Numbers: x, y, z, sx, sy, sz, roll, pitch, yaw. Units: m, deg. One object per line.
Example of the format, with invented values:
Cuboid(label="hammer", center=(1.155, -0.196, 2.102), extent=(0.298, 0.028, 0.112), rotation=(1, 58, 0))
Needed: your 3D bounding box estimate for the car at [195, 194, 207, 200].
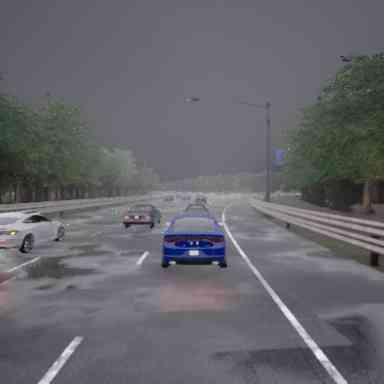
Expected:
Cuboid(label="car", center=(1.638, 1.225, 61.175), extent=(2.097, 1.767, 4.553), rotation=(0, 0, 2))

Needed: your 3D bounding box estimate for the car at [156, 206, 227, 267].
Cuboid(label="car", center=(0.086, 1.475, 11.381), extent=(1.882, 1.535, 5.008), rotation=(0, 0, 1))

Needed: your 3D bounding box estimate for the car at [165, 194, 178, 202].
Cuboid(label="car", center=(-4.899, 1.362, 73.549), extent=(2.128, 1.511, 4.902), rotation=(0, 0, 2))

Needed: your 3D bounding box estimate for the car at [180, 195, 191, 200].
Cuboid(label="car", center=(-1.167, 1.366, 83.181), extent=(2.128, 1.511, 4.902), rotation=(0, 0, 1))

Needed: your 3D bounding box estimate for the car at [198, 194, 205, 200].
Cuboid(label="car", center=(2.370, 1.322, 85.110), extent=(1.882, 1.535, 5.008), rotation=(0, 0, 1))

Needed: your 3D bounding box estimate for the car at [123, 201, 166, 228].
Cuboid(label="car", center=(-3.150, 1.531, 21.890), extent=(2.033, 1.411, 5.357), rotation=(0, 0, 1))

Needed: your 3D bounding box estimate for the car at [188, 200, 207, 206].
Cuboid(label="car", center=(0.321, 1.550, 23.943), extent=(1.994, 1.385, 4.181), rotation=(0, 0, 1))

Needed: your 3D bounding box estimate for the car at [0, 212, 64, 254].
Cuboid(label="car", center=(-6.802, 1.517, 13.371), extent=(1.812, 1.442, 4.674), rotation=(0, 0, 1))
